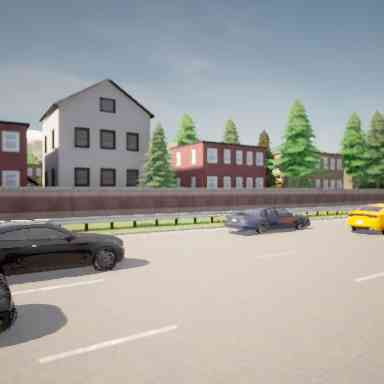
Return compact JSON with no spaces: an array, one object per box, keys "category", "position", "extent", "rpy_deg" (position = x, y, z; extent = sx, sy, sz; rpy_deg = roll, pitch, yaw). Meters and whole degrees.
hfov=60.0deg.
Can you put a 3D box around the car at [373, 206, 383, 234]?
[{"category":"car","position":[10.288,1.455,14.278],"extent":[4.902,1.511,2.128],"rpy_deg":[0,0,-33]}]

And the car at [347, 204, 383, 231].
[{"category":"car","position":[10.868,1.434,18.810],"extent":[5.008,1.535,1.882],"rpy_deg":[0,0,-33]}]

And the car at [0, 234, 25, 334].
[{"category":"car","position":[-4.792,1.566,4.589],"extent":[4.181,1.385,1.994],"rpy_deg":[0,0,-33]}]

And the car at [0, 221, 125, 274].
[{"category":"car","position":[-4.197,1.520,9.132],"extent":[4.674,1.442,1.812],"rpy_deg":[0,0,-33]}]

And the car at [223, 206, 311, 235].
[{"category":"car","position":[4.313,1.515,18.758],"extent":[5.357,1.411,2.033],"rpy_deg":[0,0,-33]}]
